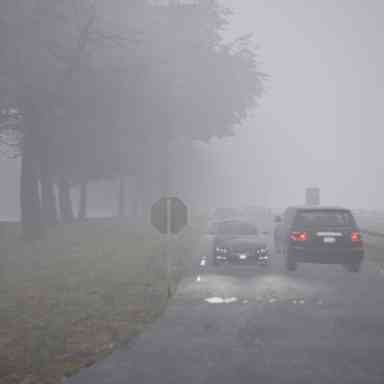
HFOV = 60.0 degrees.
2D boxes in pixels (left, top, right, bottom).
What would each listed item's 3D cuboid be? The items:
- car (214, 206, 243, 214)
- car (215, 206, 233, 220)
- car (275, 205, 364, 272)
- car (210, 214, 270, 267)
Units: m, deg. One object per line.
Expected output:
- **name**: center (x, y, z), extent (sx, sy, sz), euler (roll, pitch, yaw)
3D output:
- **car**: center (2.621, 1.937, 24.457), extent (2.097, 1.767, 4.553), euler (-1, -2, 4)
- **car**: center (3.918, 2.524, 41.242), extent (2.128, 1.511, 4.902), euler (-1, -2, 5)
- **car**: center (4.288, 1.492, 11.968), extent (2.150, 2.045, 5.566), euler (0, -1, 9)
- **car**: center (1.741, 1.802, 12.677), extent (1.837, 1.490, 4.892), euler (-1, -1, 4)
